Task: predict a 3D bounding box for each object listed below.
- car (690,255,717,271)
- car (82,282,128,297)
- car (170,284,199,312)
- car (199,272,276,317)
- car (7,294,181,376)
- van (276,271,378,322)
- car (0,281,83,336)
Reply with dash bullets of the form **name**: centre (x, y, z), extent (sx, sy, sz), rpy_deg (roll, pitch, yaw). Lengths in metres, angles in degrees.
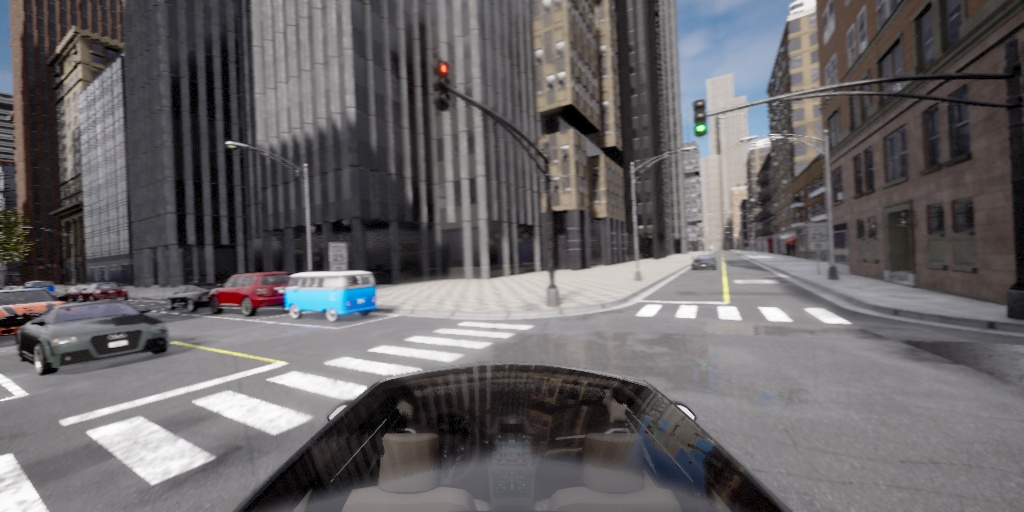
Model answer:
- **car**: centre (17.544, 0.602, 32.740), extent (1.994, 1.385, 4.181), rpy_deg (-3, 0, 30)
- **car**: centre (-31.553, 2.754, 27.734), extent (4.097, 1.591, 1.967), rpy_deg (0, 0, 29)
- **car**: centre (-16.836, 2.181, 19.415), extent (4.313, 1.339, 1.948), rpy_deg (0, 0, 29)
- **car**: centre (-11.930, 1.697, 16.642), extent (5.009, 1.841, 2.192), rpy_deg (0, 0, 29)
- **car**: centre (-10.502, 1.857, 8.978), extent (4.181, 1.385, 1.994), rpy_deg (-3, 0, 30)
- **van**: centre (-7.024, 1.488, 13.869), extent (3.998, 1.789, 1.690), rpy_deg (0, 0, 29)
- **car**: centre (-18.593, 2.032, 13.548), extent (4.553, 1.767, 2.097), rpy_deg (-3, 0, 29)
